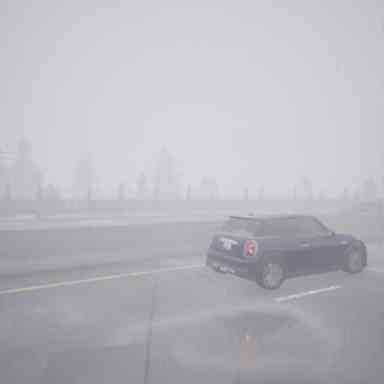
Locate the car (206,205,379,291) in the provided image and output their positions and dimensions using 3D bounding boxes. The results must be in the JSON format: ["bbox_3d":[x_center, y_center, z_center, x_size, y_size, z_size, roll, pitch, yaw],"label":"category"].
[{"bbox_3d":[2.704,1.346,9.156,4.553,1.767,2.097,0,0,-30],"label":"car"}]

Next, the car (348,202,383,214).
[{"bbox_3d":[12.690,1.598,21.828,5.357,1.411,2.033,0,0,-20],"label":"car"}]
